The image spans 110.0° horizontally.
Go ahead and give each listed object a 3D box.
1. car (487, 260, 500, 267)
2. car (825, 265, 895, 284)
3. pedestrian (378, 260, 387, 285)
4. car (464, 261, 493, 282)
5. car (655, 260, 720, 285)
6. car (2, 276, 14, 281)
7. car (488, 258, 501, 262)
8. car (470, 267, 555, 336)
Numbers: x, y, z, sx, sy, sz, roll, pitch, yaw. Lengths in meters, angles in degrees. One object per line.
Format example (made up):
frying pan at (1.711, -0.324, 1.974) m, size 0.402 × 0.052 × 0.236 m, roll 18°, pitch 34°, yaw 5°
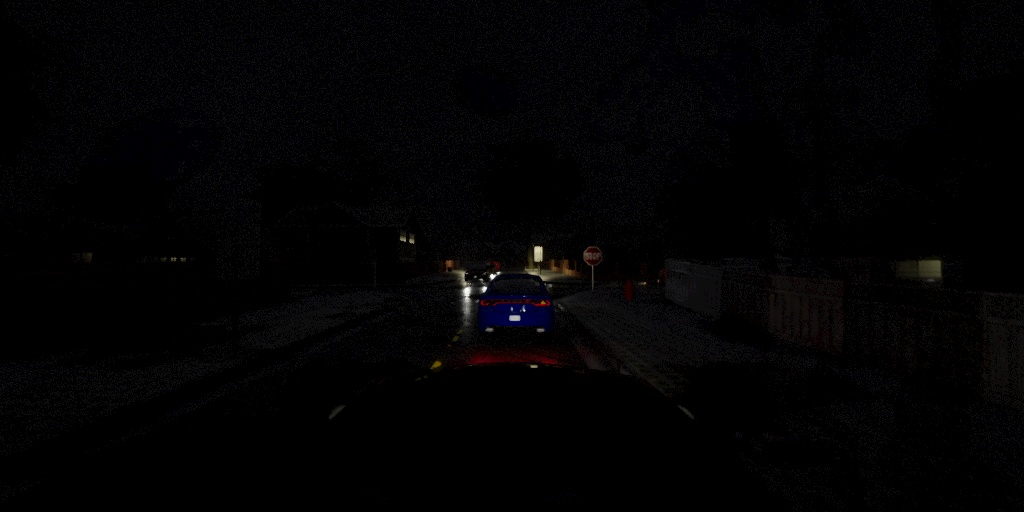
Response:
car at (-2.817, 1.472, 42.240) m, size 1.994 × 1.385 × 4.181 m, roll 0°, pitch -1°, yaw 0°
car at (21.686, 0.905, 23.245) m, size 4.553 × 1.767 × 2.097 m, roll -1°, pitch -2°, yaw 1°
pedestrian at (-9.651, 1.200, 26.591) m, size 0.375 × 1.860 × 0.375 m, roll 0°, pitch -1°, yaw 1°
car at (-2.830, 1.360, 30.015) m, size 1.812 × 1.442 × 4.674 m, roll 0°, pitch 0°, yaw 0°
car at (11.783, 1.028, 23.383) m, size 4.553 × 1.767 × 2.097 m, roll -1°, pitch -2°, yaw 1°
car at (-33.970, 1.588, 23.619) m, size 4.553 × 1.767 × 2.097 m, roll -1°, pitch -2°, yaw -1°
car at (-2.893, 1.251, 55.289) m, size 2.150 × 2.045 × 5.566 m, roll 0°, pitch 0°, yaw -1°
car at (0.175, 1.241, 10.472) m, size 1.882 × 1.535 × 5.008 m, roll 0°, pitch 0°, yaw 3°
